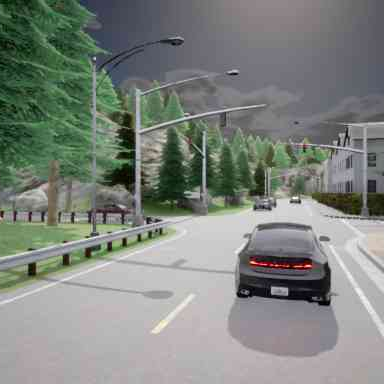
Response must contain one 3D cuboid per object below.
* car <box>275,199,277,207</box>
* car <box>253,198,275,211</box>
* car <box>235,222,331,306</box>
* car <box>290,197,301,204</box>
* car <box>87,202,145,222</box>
[{"bbox_3d":[11.814,1.564,50.606,1.994,1.385,4.181,0,0,18],"label":"car"},{"bbox_3d":[8.786,1.564,41.075,1.994,1.385,4.181,0,0,18],"label":"car"},{"bbox_3d":[2.269,1.505,8.188,1.837,1.490,4.892,0,0,17],"label":"car"},{"bbox_3d":[19.446,1.564,62.498,1.994,1.385,4.181,0,0,18],"label":"car"},{"bbox_3d":[-5.971,1.541,26.153,4.674,1.442,1.812,0,0,17],"label":"car"}]
